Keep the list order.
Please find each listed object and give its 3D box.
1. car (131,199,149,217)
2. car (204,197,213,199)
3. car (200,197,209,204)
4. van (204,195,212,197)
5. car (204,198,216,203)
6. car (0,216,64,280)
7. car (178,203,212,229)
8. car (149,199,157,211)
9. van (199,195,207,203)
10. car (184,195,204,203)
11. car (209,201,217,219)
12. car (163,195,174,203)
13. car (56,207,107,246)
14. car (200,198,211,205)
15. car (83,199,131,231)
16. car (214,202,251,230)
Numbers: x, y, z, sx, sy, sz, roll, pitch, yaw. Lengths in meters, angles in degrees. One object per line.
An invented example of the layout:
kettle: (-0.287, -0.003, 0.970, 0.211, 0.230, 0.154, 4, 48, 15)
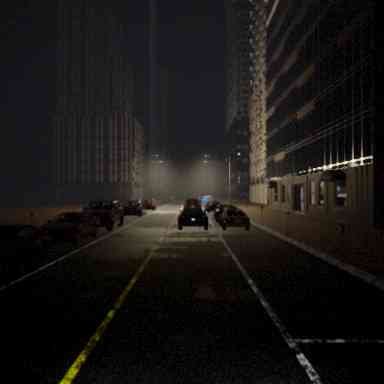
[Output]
car: (-5.714, 1.583, 32.823, 1.967, 1.590, 4.097, 0, 0, 0)
car: (2.655, 1.724, 44.190, 1.887, 1.381, 4.507, 0, 0, 0)
car: (2.630, 1.783, 70.999, 1.752, 1.417, 4.829, 1, 0, 0)
van: (2.646, 1.554, 54.887, 1.690, 1.788, 3.998, 0, 0, 0)
car: (2.660, 1.743, 38.504, 1.802, 1.307, 4.206, 0, 0, 0)
car: (-5.694, 1.631, 10.080, 1.802, 1.307, 4.206, 0, 0, 0)
car: (0.077, 1.667, 22.597, 1.994, 1.385, 4.181, 0, 0, 0)
car: (-5.725, 1.621, 44.195, 1.967, 1.590, 4.097, 0, 0, 0)
van: (2.622, 1.622, 81.459, 1.690, 1.788, 3.998, 1, 0, 0)
car: (0.061, 1.523, 41.046, 2.097, 1.767, 4.553, 0, 0, 0)
car: (2.670, 1.686, 27.134, 1.947, 1.339, 4.313, 0, 0, 0)
car: (-5.756, 1.816, 76.146, 1.887, 1.381, 4.507, 1, 0, 0)
car: (-5.699, 1.619, 15.765, 1.887, 1.381, 4.507, 0, 0, 0)
car: (2.634, 1.826, 65.516, 1.802, 1.307, 4.206, 1, 0, 0)
car: (-5.703, 1.414, 21.451, 2.192, 1.841, 5.009, 0, 0, 0)
car: (2.676, 1.623, 21.618, 1.752, 1.417, 4.829, 0, 0, 0)
